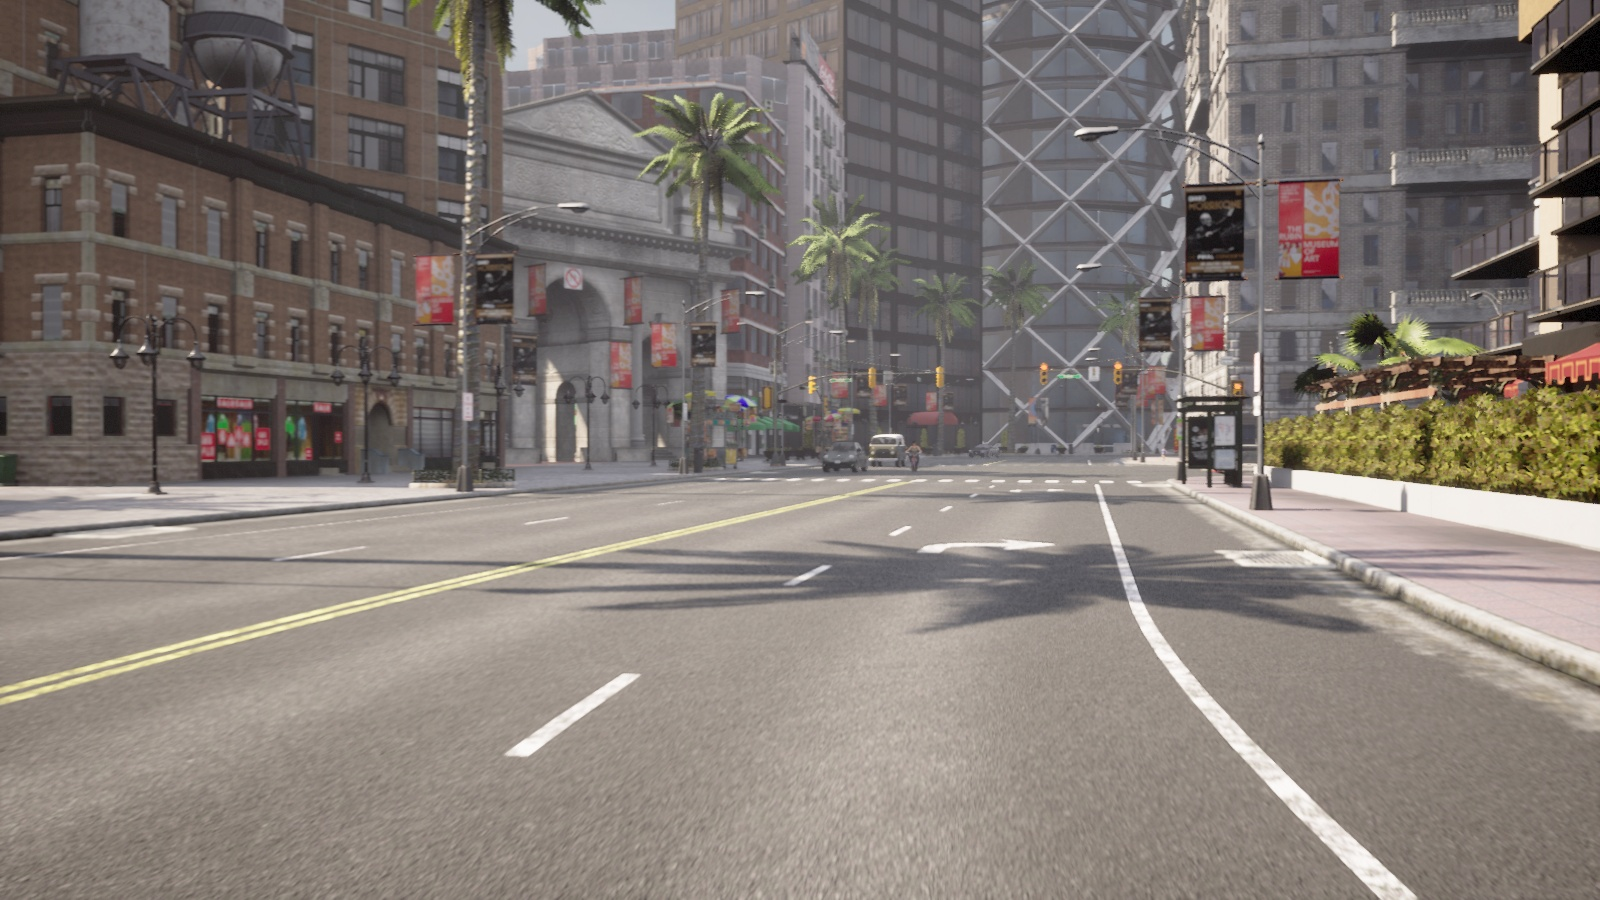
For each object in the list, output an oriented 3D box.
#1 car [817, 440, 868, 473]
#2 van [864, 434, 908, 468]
[{"bbox_3d":[2.186,0.289,63.552,1.851,1.617,3.988,0,0,13],"label":"car"},{"bbox_3d":[5.343,0.040,77.643,2.069,2.038,4.480,0,0,13],"label":"van"}]
